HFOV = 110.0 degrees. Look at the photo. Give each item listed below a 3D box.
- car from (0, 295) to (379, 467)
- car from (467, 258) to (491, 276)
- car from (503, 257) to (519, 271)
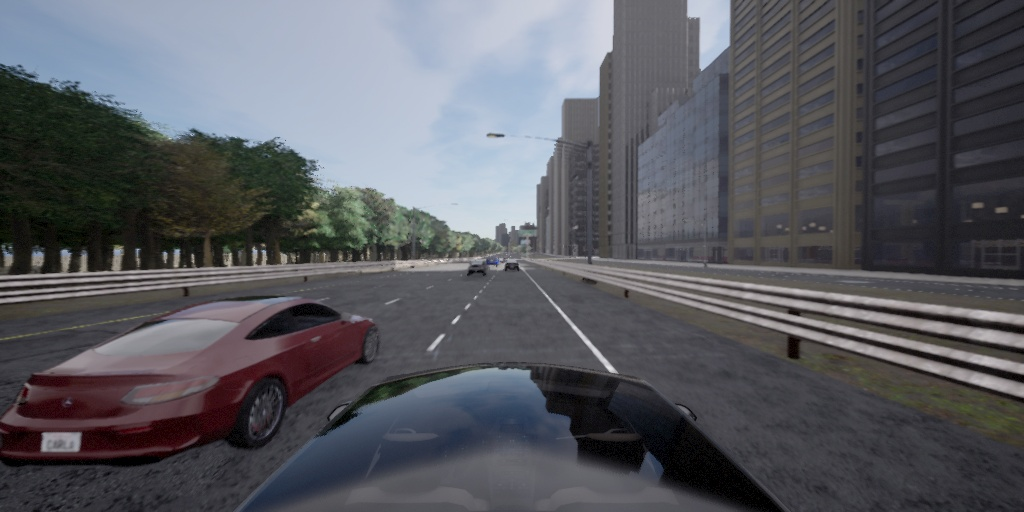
[{"bbox_3d":[-3.499,1.278,5.085,1.812,1.442,4.674,0,0,0],"label":"car"},{"bbox_3d":[-3.552,1.284,37.584,1.837,1.490,4.892,0,0,0],"label":"car"},{"bbox_3d":[-0.004,1.275,51.384,1.882,1.535,5.008,0,0,0],"label":"car"}]
